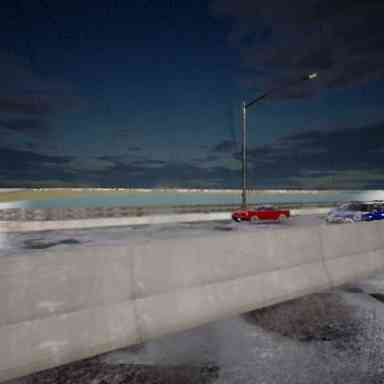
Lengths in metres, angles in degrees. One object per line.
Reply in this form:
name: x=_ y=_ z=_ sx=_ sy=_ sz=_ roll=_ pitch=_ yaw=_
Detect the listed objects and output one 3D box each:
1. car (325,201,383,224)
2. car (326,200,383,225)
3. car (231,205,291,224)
car: x=12.631 y=1.505 z=25.732 sx=5.008 sy=1.535 sz=1.882 roll=0 pitch=0 yaw=-35
car: x=9.966 y=1.374 z=19.593 sx=4.553 sy=1.767 sz=2.097 roll=0 pitch=0 yaw=-35
car: x=5.139 y=1.621 z=24.761 sx=4.718 sy=1.301 sz=1.895 roll=0 pitch=0 yaw=-35
